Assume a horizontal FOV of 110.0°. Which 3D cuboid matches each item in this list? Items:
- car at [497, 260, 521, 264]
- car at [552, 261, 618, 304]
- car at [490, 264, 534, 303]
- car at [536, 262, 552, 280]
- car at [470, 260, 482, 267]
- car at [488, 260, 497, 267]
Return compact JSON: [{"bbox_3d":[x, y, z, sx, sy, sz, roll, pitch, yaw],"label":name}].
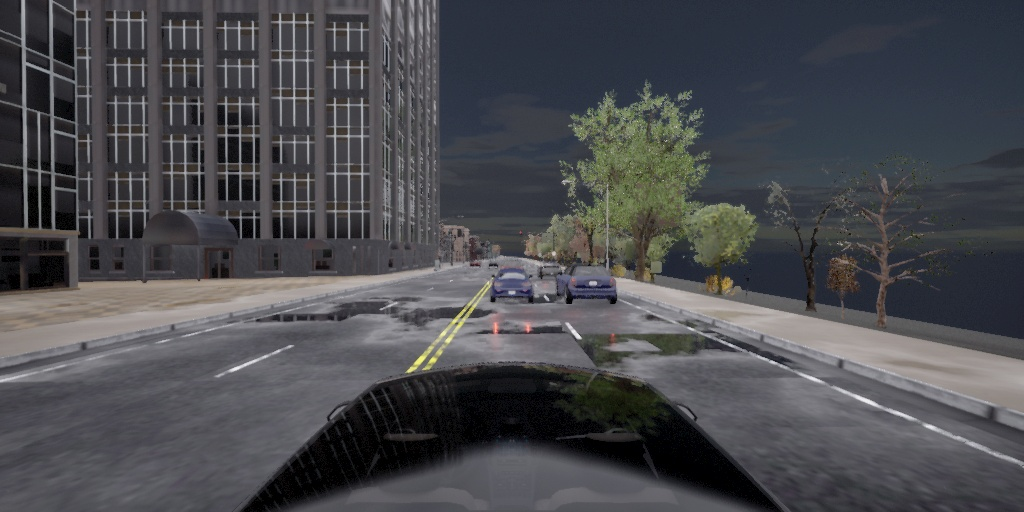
[{"bbox_3d":[0.000,1.109,31.472,2.097,1.767,4.553,0,0,0],"label":"car"},{"bbox_3d":[3.250,1.112,16.472,2.097,1.767,4.553,0,0,0],"label":"car"},{"bbox_3d":[0.000,1.278,16.502,1.812,1.442,4.674,0,0,0],"label":"car"},{"bbox_3d":[3.250,1.238,31.502,2.128,1.511,4.902,0,0,0],"label":"car"},{"bbox_3d":[-6.501,1.396,64.445,1.895,1.301,4.718,0,0,0],"label":"car"},{"bbox_3d":[-3.250,1.394,64.444,1.895,1.301,4.718,0,0,0],"label":"car"}]
